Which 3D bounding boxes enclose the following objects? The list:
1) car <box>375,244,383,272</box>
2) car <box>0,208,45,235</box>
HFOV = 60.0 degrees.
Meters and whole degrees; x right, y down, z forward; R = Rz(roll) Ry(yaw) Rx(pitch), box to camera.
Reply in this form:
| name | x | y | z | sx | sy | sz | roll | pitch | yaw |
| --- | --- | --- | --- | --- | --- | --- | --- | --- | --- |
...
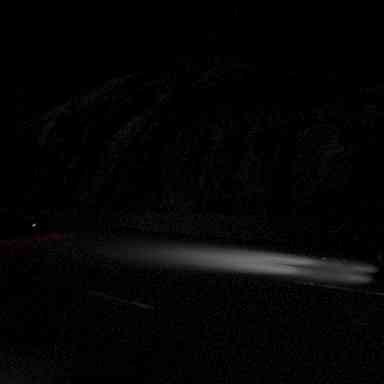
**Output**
| name | x | y | z | sx | sy | sz | roll | pitch | yaw |
| --- | --- | --- | --- | --- | --- | --- | --- | --- | --- |
| car | 6.929 | 1.586 | 7.648 | 4.718 | 1.301 | 1.895 | -1 | 0 | 35 |
| car | -11.017 | 1.721 | 20.450 | 4.902 | 1.511 | 2.128 | -1 | 0 | 35 |
